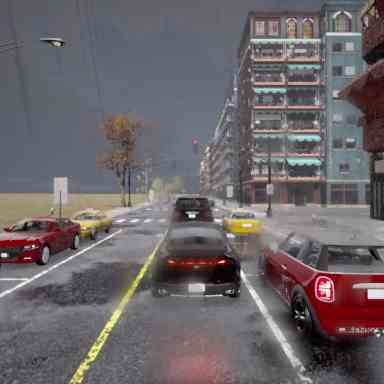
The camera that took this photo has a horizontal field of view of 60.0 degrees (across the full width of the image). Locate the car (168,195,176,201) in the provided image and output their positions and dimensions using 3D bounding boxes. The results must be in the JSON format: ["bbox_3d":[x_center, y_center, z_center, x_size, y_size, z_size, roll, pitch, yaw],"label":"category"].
[{"bbox_3d":[-5.406,1.609,89.266,1.802,1.307,4.206,1,0,0],"label":"car"}]

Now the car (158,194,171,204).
[{"bbox_3d":[-5.378,1.334,66.650,2.192,1.841,5.009,1,0,0],"label":"car"}]

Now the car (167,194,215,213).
[{"bbox_3d":[0.060,1.226,18.367,2.150,2.045,5.566,0,0,1],"label":"car"}]

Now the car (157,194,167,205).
[{"bbox_3d":[-5.373,1.457,60.995,1.967,1.590,4.097,1,0,0],"label":"car"}]

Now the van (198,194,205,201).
[{"bbox_3d":[2.476,1.368,89.786,1.690,1.788,3.998,1,0,0],"label":"van"}]

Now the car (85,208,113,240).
[{"bbox_3d":[-5.325,1.530,17.039,1.752,1.417,4.829,1,0,0],"label":"car"}]

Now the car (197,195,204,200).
[{"bbox_3d":[2.468,1.555,95.617,1.752,1.417,4.829,1,0,0],"label":"car"}]

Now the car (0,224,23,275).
[{"bbox_3d":[-5.313,1.552,6.136,2.008,1.369,4.403,1,0,0],"label":"car"}]

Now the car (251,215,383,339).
[{"bbox_3d":[2.568,1.442,6.555,1.967,1.590,4.097,1,0,0],"label":"car"}]

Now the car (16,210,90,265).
[{"bbox_3d":[-5.319,1.548,11.673,1.887,1.381,4.507,1,0,0],"label":"car"}]

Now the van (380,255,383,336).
[{"bbox_3d":[2.575,1.341,1.010,1.690,1.788,3.998,1,0,0],"label":"van"}]

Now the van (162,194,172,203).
[{"bbox_3d":[-5.384,1.362,72.304,1.690,1.788,3.998,1,0,0],"label":"van"}]

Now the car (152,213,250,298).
[{"bbox_3d":[0.090,1.507,8.513,1.837,1.490,4.892,0,0,0],"label":"car"}]

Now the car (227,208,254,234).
[{"bbox_3d":[2.554,1.530,17.815,1.752,1.417,4.829,1,0,0],"label":"car"}]

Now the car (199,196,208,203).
[{"bbox_3d":[2.493,1.587,72.803,1.947,1.339,4.313,1,0,0],"label":"car"}]

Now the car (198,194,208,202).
[{"bbox_3d":[2.489,1.338,78.464,2.192,1.841,5.009,1,0,0],"label":"car"}]

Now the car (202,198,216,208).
[{"bbox_3d":[2.518,1.565,50.159,2.008,1.369,4.403,1,0,0],"label":"car"}]

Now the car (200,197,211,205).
[{"bbox_3d":[2.505,1.599,61.481,1.802,1.307,4.206,1,0,0],"label":"car"}]
